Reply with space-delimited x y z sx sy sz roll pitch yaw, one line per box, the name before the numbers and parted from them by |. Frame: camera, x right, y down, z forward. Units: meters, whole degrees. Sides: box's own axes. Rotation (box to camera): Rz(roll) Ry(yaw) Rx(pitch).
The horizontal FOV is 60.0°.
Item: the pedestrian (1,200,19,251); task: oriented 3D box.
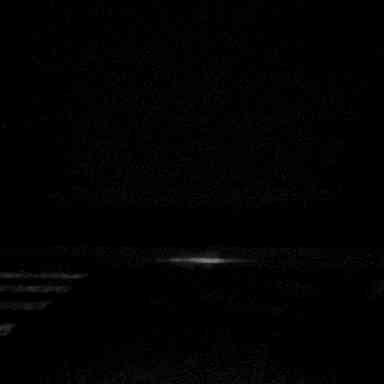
pedestrian | -6.567 1.159 11.992 0.375 1.860 0.375 0 0 1
